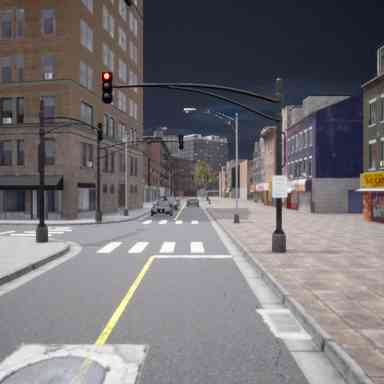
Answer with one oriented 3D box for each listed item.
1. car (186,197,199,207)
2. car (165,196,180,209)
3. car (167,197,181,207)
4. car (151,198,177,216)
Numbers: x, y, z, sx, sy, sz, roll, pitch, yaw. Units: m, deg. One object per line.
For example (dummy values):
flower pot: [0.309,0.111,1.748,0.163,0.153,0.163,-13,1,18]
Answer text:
car: [0.130,1.506,53.067,2.128,1.511,4.902,0,0,0]
car: [-2.824,1.361,42.087,2.097,1.767,4.553,0,0,0]
car: [-2.815,1.562,52.710,2.033,1.411,5.357,0,0,0]
car: [-2.832,1.569,32.315,1.994,1.385,4.181,0,0,0]
